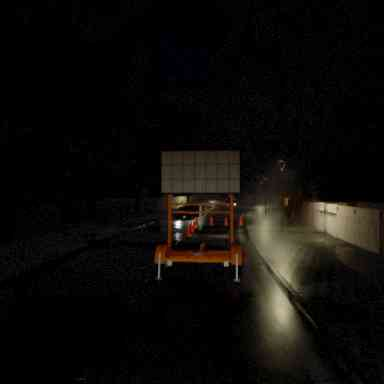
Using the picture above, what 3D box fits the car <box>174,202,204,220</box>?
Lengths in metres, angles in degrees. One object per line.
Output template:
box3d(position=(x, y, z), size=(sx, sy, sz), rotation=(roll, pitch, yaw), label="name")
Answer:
box3d(position=(-0.149, 1.591, 29.009), size=(2.033, 1.411, 5.357), rotation=(0, 0, 10), label="car")

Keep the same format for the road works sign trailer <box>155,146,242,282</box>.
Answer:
box3d(position=(0.266, 0.470, 9.872), size=(2.380, 3.560, 2.880), rotation=(0, 0, 5), label="road works sign trailer")

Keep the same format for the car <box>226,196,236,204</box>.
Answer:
box3d(position=(8.265, 1.510, 69.805), size=(2.097, 1.767, 4.553), rotation=(0, 0, 8), label="car")
